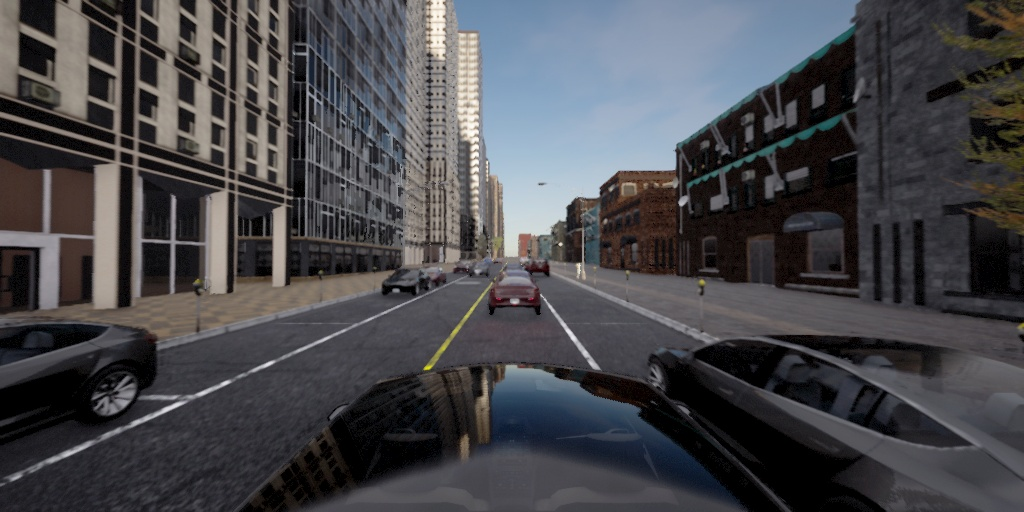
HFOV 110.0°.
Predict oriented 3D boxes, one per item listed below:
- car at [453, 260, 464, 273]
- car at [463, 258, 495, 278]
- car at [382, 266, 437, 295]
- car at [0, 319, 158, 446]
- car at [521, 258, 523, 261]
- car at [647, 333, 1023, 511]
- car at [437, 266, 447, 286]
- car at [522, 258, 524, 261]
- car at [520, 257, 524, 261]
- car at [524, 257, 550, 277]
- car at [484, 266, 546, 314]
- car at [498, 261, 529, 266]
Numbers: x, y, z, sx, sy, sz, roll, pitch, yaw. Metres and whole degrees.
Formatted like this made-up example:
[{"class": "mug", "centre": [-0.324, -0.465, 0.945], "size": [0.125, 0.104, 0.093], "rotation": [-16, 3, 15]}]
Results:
[{"class": "car", "centre": [-5.679, 1.200, 41.937], "size": [1.967, 1.591, 4.097], "rotation": [0, 0, 0]}, {"class": "car", "centre": [-3.088, 1.252, 34.773], "size": [2.128, 1.511, 4.902], "rotation": [0, 0, 0]}, {"class": "car", "centre": [-5.685, 1.323, 19.754], "size": [1.948, 1.339, 4.313], "rotation": [0, 0, 0]}, {"class": "car", "centre": [-5.689, 1.316, 3.116], "size": [1.948, 1.339, 4.313], "rotation": [0, 0, 0]}, {"class": "car", "centre": [2.705, 1.323, 53.031], "size": [1.948, 1.339, 4.313], "rotation": [0, 0, 0]}, {"class": "car", "centre": [2.692, 1.317, 3.116], "size": [1.948, 1.339, 4.313], "rotation": [0, 0, 0]}, {"class": "car", "centre": [-5.683, 1.341, 25.299], "size": [1.802, 1.307, 4.207], "rotation": [0, 0, 0]}, {"class": "car", "centre": [2.703, 1.305, 47.485], "size": [1.888, 1.381, 4.507], "rotation": [0, 0, 0]}, {"class": "car", "centre": [2.706, 1.321, 58.575], "size": [1.948, 1.339, 4.313], "rotation": [0, 0, 0]}, {"class": "car", "centre": [2.701, 1.075, 36.392], "size": [2.192, 1.841, 5.009], "rotation": [0, 0, 0]}, {"class": "car", "centre": [0.096, 1.281, 13.787], "size": [1.812, 1.442, 4.674], "rotation": [0, 0, 0]}, {"class": "car", "centre": [0.101, 1.324, 29.141], "size": [1.994, 1.385, 4.181], "rotation": [0, 0, 0]}]
